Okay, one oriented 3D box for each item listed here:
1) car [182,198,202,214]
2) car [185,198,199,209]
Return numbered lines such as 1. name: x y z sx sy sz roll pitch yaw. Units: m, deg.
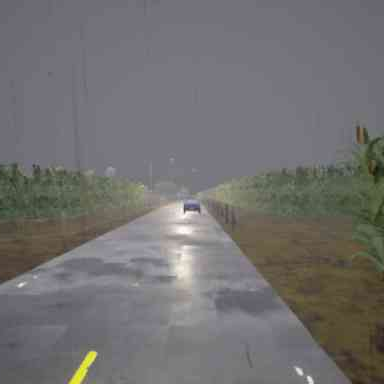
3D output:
1. car: 0.001 1.508 35.840 1.882 1.535 5.008 0 0 0
2. car: 0.023 1.610 48.051 1.812 1.442 4.674 0 0 1
